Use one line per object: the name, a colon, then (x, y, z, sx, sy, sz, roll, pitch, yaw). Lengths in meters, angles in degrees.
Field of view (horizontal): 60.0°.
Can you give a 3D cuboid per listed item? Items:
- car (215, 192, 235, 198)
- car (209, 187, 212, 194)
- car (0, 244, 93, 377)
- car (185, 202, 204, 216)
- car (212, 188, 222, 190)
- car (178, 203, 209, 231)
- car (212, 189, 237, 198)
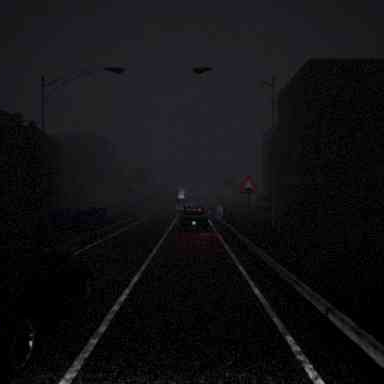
car: (8.179, 0.690, 82.297, 4.674, 1.452, 2.002, 0, 2, -1)
car: (8.141, 0.207, 87.794, 5.566, 2.045, 2.435, 0, 2, -1)
car: (-3.096, 1.588, 5.414, 1.994, 1.385, 4.181, 0, -1, 0)
car: (0.369, 1.837, 36.500, 1.895, 1.301, 4.718, 0, 0, 3)
car: (8.112, 0.426, 85.044, 4.553, 1.767, 2.185, 0, 2, -1)
car: (0.103, 1.705, 22.468, 2.128, 1.511, 4.902, 0, -1, 0)
car: (8.021, 0.747, 79.538, 5.366, 1.575, 1.946, 0, 2, -1)
